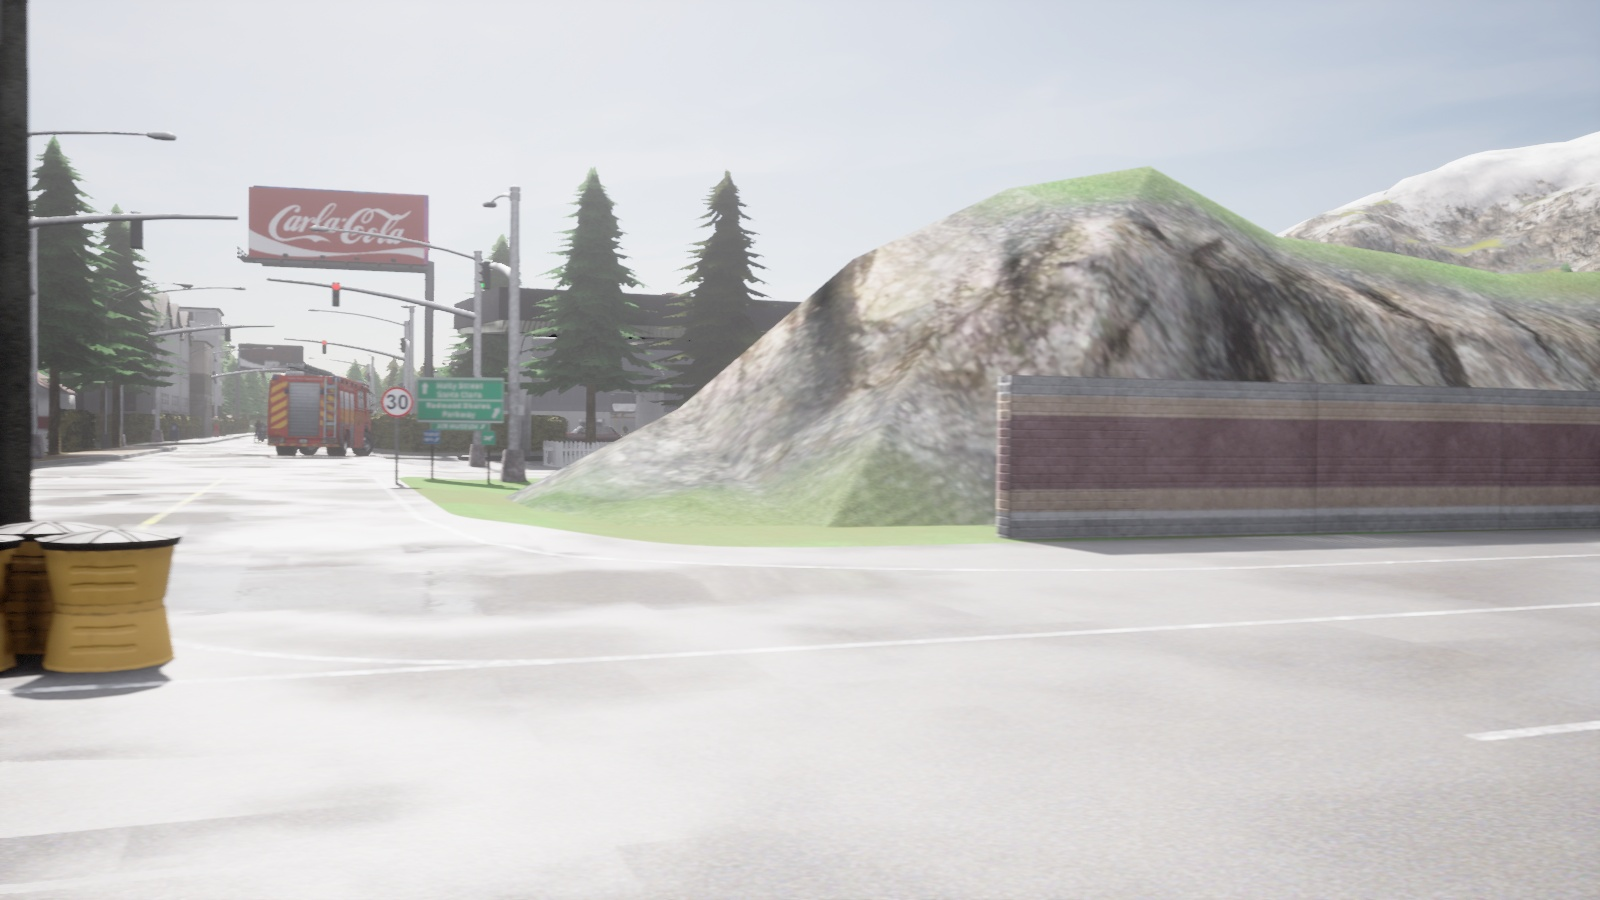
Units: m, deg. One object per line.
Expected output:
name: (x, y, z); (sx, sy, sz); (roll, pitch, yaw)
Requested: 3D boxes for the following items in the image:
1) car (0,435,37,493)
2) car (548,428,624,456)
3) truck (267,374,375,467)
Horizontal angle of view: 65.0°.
car: (-23.172, 0.430, 34.283); (3.705, 1.549, 1.789); (-3, 2, -23)
car: (-13.891, -0.522, 81.417); (4.553, 1.767, 2.097); (-1, 1, -21)
truck: (-21.169, -1.187, 55.963); (2.891, 3.827, 8.468); (0, 0, -10)
